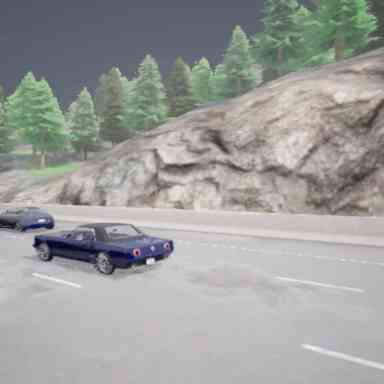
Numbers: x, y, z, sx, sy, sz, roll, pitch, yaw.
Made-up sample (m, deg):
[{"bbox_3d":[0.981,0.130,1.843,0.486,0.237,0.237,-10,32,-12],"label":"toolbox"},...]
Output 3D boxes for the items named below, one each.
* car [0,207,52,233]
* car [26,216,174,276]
[{"bbox_3d":[-10.032,1.565,19.744,4.181,1.385,1.994,0,0,35],"label":"car"},{"bbox_3d":[-2.932,1.601,10.371,4.718,1.301,1.895,0,0,35],"label":"car"}]
